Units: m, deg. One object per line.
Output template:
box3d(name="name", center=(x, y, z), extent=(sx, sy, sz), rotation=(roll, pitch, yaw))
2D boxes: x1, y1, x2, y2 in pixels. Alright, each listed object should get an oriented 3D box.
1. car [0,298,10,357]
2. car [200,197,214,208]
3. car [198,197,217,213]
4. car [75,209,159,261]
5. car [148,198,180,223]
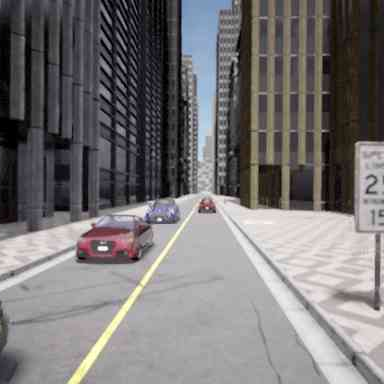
box3d(name="car", center=(-3.077, 1.496, 2.056), extent=(1.812, 1.442, 4.674), rotation=(0, 0, 3))
box3d(name="car", center=(2.157, 1.449, 47.777), extent=(1.812, 1.442, 4.674), rotation=(0, 0, 3))
box3d(name="car", center=(1.652, 1.465, 36.314), extent=(1.812, 1.442, 4.674), rotation=(0, 0, 2))
box3d(name="car", center=(-2.614, 1.518, 12.060), extent=(1.994, 1.385, 4.181), rotation=(0, 0, 3))
box3d(name="car", center=(-2.051, 1.289, 24.503), extent=(2.097, 1.767, 4.553), rotation=(0, 0, 3))
